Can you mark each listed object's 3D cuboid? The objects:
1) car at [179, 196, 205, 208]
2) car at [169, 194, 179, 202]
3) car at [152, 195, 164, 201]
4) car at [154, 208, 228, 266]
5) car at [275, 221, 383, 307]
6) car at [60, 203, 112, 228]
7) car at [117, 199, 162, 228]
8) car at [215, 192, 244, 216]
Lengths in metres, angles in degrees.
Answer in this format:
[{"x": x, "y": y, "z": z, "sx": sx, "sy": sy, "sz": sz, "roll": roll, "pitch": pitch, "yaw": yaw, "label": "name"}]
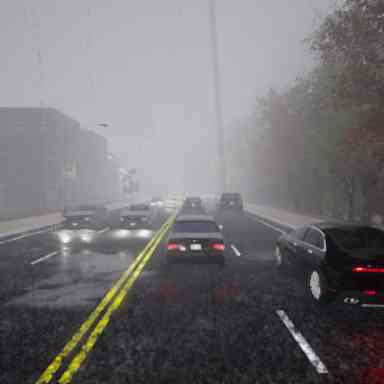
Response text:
[{"x": 0.112, "y": 1.161, "z": 31.129, "sx": 2.097, "sy": 1.767, "sz": 4.553, "roll": 0, "pitch": 0, "yaw": 0, "label": "car"}, {"x": -3.243, "y": 1.095, "z": 62.868, "sx": 1.882, "sy": 1.535, "sz": 5.008, "roll": 0, "pitch": 0, "yaw": 1, "label": "car"}, {"x": -6.489, "y": 1.218, "z": 62.862, "sx": 1.895, "sy": 1.301, "sz": 4.718, "roll": 0, "pitch": 0, "yaw": 0, "label": "car"}, {"x": 0.103, "y": 1.478, "z": 11.228, "sx": 2.033, "sy": 1.411, "sz": 5.357, "roll": 0, "pitch": 0, "yaw": 0, "label": "car"}, {"x": 3.344, "y": 1.458, "z": 7.925, "sx": 1.837, "sy": 1.490, "sz": 4.892, "roll": 0, "pitch": 1, "yaw": 0, "label": "car"}, {"x": -6.593, "y": 1.414, "z": 21.381, "sx": 2.033, "sy": 1.411, "sz": 5.357, "roll": 0, "pitch": 0, "yaw": 0, "label": "car"}, {"x": -3.343, "y": 1.415, "z": 21.379, "sx": 2.033, "sy": 1.411, "sz": 5.357, "roll": 0, "pitch": 0, "yaw": 0, "label": "car"}, {"x": 3.362, "y": 1.035, "z": 30.580, "sx": 2.150, "sy": 2.045, "sz": 5.566, "roll": 0, "pitch": 0, "yaw": 0, "label": "car"}]
